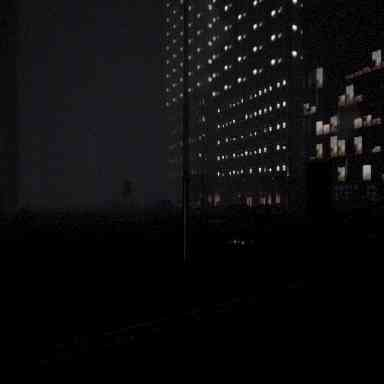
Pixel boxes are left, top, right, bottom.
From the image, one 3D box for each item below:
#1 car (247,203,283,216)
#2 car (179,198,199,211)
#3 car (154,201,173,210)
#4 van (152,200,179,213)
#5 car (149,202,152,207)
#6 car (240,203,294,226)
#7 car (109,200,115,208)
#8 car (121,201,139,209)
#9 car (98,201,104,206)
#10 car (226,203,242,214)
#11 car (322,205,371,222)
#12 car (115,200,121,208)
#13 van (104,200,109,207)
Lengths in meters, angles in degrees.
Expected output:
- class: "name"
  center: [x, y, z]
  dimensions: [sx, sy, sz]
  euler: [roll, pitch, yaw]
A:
- class: "car"
  center: [8.671, 2.068, 39.705]
  dimensions: [1.947, 1.339, 4.313]
  euler: [-1, -1, -26]
- class: "car"
  center: [-0.768, 2.003, 53.109]
  dimensions: [2.150, 2.045, 5.566]
  euler: [0, -1, -25]
- class: "car"
  center: [-5.416, 2.454, 62.613]
  dimensions: [1.882, 1.535, 5.008]
  euler: [0, -1, -26]
- class: "van"
  center: [-3.782, 2.005, 46.173]
  dimensions: [1.690, 1.788, 3.998]
  euler: [-1, -1, -26]
- class: "car"
  center: [-8.509, 2.808, 75.128]
  dimensions: [1.802, 1.307, 4.206]
  euler: [-1, -1, -26]
- class: "car"
  center: [6.040, 1.813, 25.927]
  dimensions: [2.008, 1.369, 4.403]
  euler: [-1, -1, -26]
- class: "car"
  center: [-16.050, 2.731, 71.472]
  dimensions: [1.887, 1.381, 4.507]
  euler: [-1, -1, -26]
- class: "car"
  center: [-11.141, 2.525, 61.351]
  dimensions: [2.008, 1.369, 4.403]
  euler: [-1, -1, -26]
- class: "car"
  center: [-23.412, 3.053, 86.652]
  dimensions: [1.887, 1.381, 4.507]
  euler: [-1, -1, -26]
- class: "car"
  center: [6.217, 2.168, 44.766]
  dimensions: [1.947, 1.339, 4.313]
  euler: [-1, -1, -26]
- class: "car"
  center: [13.580, 1.854, 29.584]
  dimensions: [2.008, 1.369, 4.403]
  euler: [-1, -1, -26]
- class: "car"
  center: [-13.522, 2.602, 66.259]
  dimensions: [1.752, 1.417, 4.829]
  euler: [-1, -1, -26]
- class: "van"
  center: [-18.508, 2.634, 76.534]
  dimensions: [1.690, 1.788, 3.998]
  euler: [-1, -1, -26]
